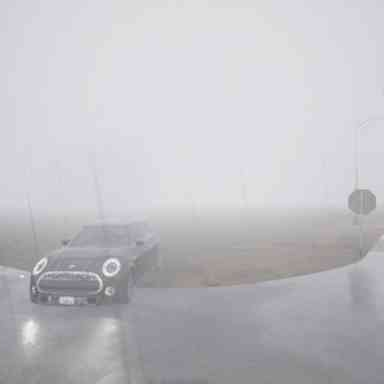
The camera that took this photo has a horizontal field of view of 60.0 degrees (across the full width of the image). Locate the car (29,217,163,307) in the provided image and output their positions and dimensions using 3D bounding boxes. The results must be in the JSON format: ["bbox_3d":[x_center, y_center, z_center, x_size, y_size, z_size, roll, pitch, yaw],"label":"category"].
[{"bbox_3d":[-2.206,1.574,8.849,2.097,1.767,4.553,-1,0,7],"label":"car"}]
